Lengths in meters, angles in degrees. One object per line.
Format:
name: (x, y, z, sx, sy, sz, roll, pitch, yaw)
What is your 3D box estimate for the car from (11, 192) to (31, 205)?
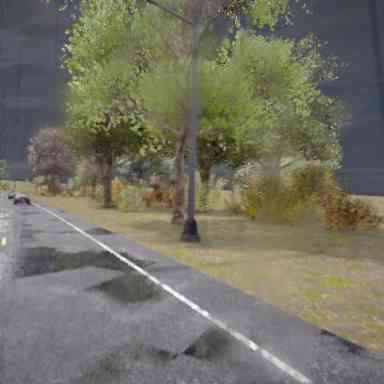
car: (-22.436, 0.903, 43.916, 1.812, 1.442, 4.674, 2, 0, -30)

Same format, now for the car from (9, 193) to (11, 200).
car: (-31.286, 0.716, 58.759, 1.895, 1.301, 4.718, 2, 0, -31)
